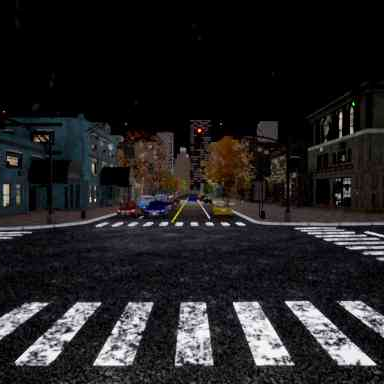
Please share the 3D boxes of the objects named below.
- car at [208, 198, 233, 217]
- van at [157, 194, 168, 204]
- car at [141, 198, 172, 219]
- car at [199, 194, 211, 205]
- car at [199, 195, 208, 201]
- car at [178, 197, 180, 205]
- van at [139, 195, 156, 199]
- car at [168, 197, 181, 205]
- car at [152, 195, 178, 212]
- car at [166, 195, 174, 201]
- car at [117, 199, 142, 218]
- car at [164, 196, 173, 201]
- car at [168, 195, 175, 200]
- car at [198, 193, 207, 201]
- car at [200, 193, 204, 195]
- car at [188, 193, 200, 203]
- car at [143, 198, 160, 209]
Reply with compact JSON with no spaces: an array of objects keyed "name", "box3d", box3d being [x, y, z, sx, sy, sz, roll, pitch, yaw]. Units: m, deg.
[{"name":"car","box3d":[2.706,1.520,30.533,1.752,1.417,4.829,-1,0,0]},{"name":"van","box3d":[-5.656,1.328,63.645,1.690,1.788,3.998,0,0,0]},{"name":"car","box3d":[-3.099,1.521,29.621,1.812,1.442,4.674,0,0,0]},{"name":"car","box3d":[2.723,1.539,58.094,2.008,1.369,4.403,-1,0,0]},{"name":"car","box3d":[2.737,1.528,80.279,1.887,1.381,4.507,-1,0,0]},{"name":"car","box3d":[-3.063,1.555,47.944,1.994,1.385,4.181,0,0,0]},{"name":"van","box3d":[-5.669,1.333,41.460,1.690,1.788,3.998,0,0,0]},{"name":"car","box3d":[-3.028,1.589,58.054,1.895,1.301,4.718,0,0,0]},{"name":"car","box3d":[-3.075,1.484,38.820,2.128,1.511,4.902,0,0,0]},{"name":"car","box3d":[-5.641,1.526,85.831,1.887,1.381,4.507,0,0,0]},{"name":"car","box3d":[-5.674,1.577,30.367,1.802,1.307,4.206,0,0,0]},{"name":"car","box3d":[-5.645,1.549,80.284,1.947,1.339,4.313,0,0,0]},{"name":"car","box3d":[-5.638,1.562,91.377,1.802,1.307,4.206,0,0,0]},{"name":"car","box3d":[2.737,1.297,85.826,2.192,1.841,5.009,-1,0,0]},{"name":"car","box3d":[2.733,1.551,74.733,1.947,1.339,4.313,-1,0,0]},{"name":"car","box3d":[0.110,1.463,70.795,1.882,1.535,5.008,0,0,0]},{"name":"car","box3d":[-5.665,1.536,47.007,1.887,1.381,4.507,0,0,0]}]
